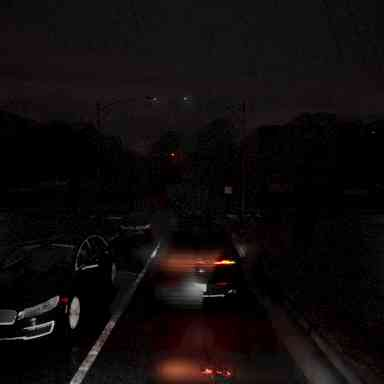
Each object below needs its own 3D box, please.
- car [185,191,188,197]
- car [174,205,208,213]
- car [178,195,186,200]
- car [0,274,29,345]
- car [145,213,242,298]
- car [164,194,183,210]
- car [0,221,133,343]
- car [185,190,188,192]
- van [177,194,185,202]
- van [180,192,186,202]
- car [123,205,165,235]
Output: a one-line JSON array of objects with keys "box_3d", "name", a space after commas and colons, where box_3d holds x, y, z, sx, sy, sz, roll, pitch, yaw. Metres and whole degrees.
[{"box_3d": [-2.602, 1.319, 71.908, 2.192, 1.841, 5.009, -1, 0, 0], "name": "car"}, {"box_3d": [0.145, 1.604, 18.621, 1.895, 1.301, 4.718, 0, 0, 1], "name": "car"}, {"box_3d": [-2.578, 1.443, 88.529, 2.008, 1.369, 4.403, -1, 0, 0], "name": "car"}, {"box_3d": [-2.658, 1.550, 1.088, 2.008, 1.369, 4.403, -2, 0, 0], "name": "car"}, {"box_3d": [0.110, 1.503, 8.490, 1.837, 1.490, 4.892, 0, 0, 0], "name": "car"}, {"box_3d": [-2.627, 1.490, 44.209, 1.967, 1.590, 4.097, -2, 0, 0], "name": "car"}, {"box_3d": [-2.654, 1.549, 6.537, 2.008, 1.369, 4.403, -2, 0, 0], "name": "car"}, {"box_3d": [-2.576, 1.146, 94.078, 2.192, 1.841, 5.009, -1, 1, 0], "name": "car"}, {"box_3d": [-2.594, 1.314, 77.445, 1.690, 1.788, 3.998, -1, 0, 0], "name": "van"}, {"box_3d": [-2.606, 1.369, 66.365, 1.690, 1.788, 3.998, -1, 0, 0], "name": "van"}, {"box_3d": [-2.644, 1.585, 17.432, 1.802, 1.307, 4.206, -2, 0, 0], "name": "car"}]
